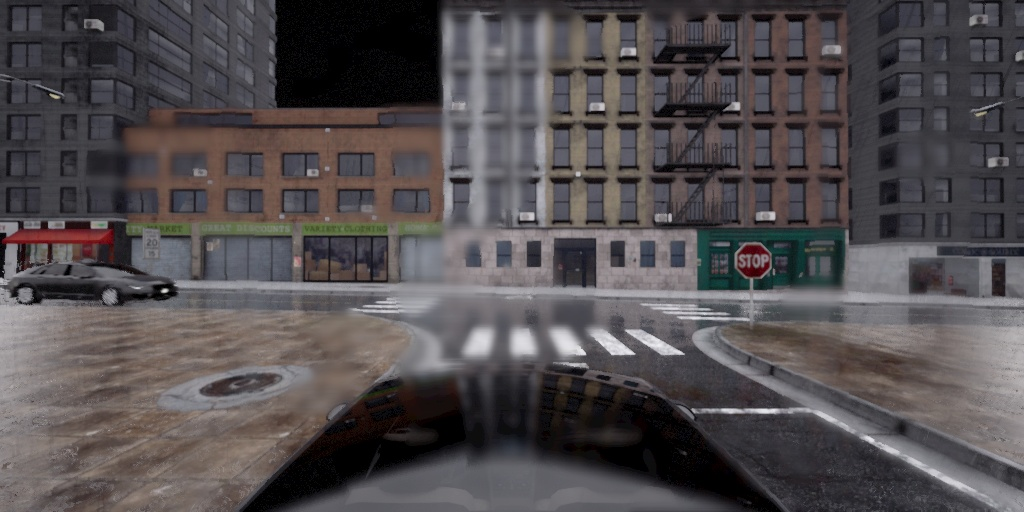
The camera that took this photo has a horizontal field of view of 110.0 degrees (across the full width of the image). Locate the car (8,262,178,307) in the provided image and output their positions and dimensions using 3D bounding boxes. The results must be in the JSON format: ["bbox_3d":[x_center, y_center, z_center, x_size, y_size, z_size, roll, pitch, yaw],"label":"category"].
[{"bbox_3d":[-15.027,0.981,13.033,4.892,1.490,1.837,1,0,0],"label":"car"}]
